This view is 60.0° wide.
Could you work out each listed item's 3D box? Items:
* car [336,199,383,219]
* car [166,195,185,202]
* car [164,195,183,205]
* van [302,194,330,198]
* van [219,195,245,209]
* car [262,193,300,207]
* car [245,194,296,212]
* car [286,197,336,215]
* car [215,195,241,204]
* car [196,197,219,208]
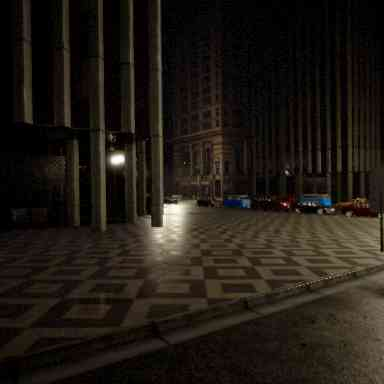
[{"bbox_3d":[15.365,1.567,28.915,1.887,1.381,4.507,-1,1,-36],"label":"car"},{"bbox_3d":[-3.539,1.257,69.755,2.008,1.369,4.403,-1,1,-36],"label":"car"},{"bbox_3d":[-4.018,1.438,55.810,2.008,1.369,4.403,-1,1,-36],"label":"car"},{"bbox_3d":[15.830,1.178,42.852,1.690,1.788,3.998,-1,1,-36],"label":"van"},{"bbox_3d":[5.672,1.294,42.361,1.690,1.788,3.998,-1,1,-36],"label":"van"},{"bbox_3d":[12.601,1.130,47.335,2.192,1.841,5.009,-1,1,-36],"label":"car"},{"bbox_3d":[8.903,1.290,37.878,2.192,1.841,5.009,-1,1,-36],"label":"car"},{"bbox_3d":[12.135,1.549,33.397,2.008,1.369,4.403,-1,1,-36],"label":"car"},{"bbox_3d":[6.047,1.296,56.442,1.752,1.417,4.829,-1,1,-36],"label":"car"},{"bbox_3d":[2.443,1.371,46.843,1.967,1.590,4.097,-1,1,-36],"label":"car"}]
